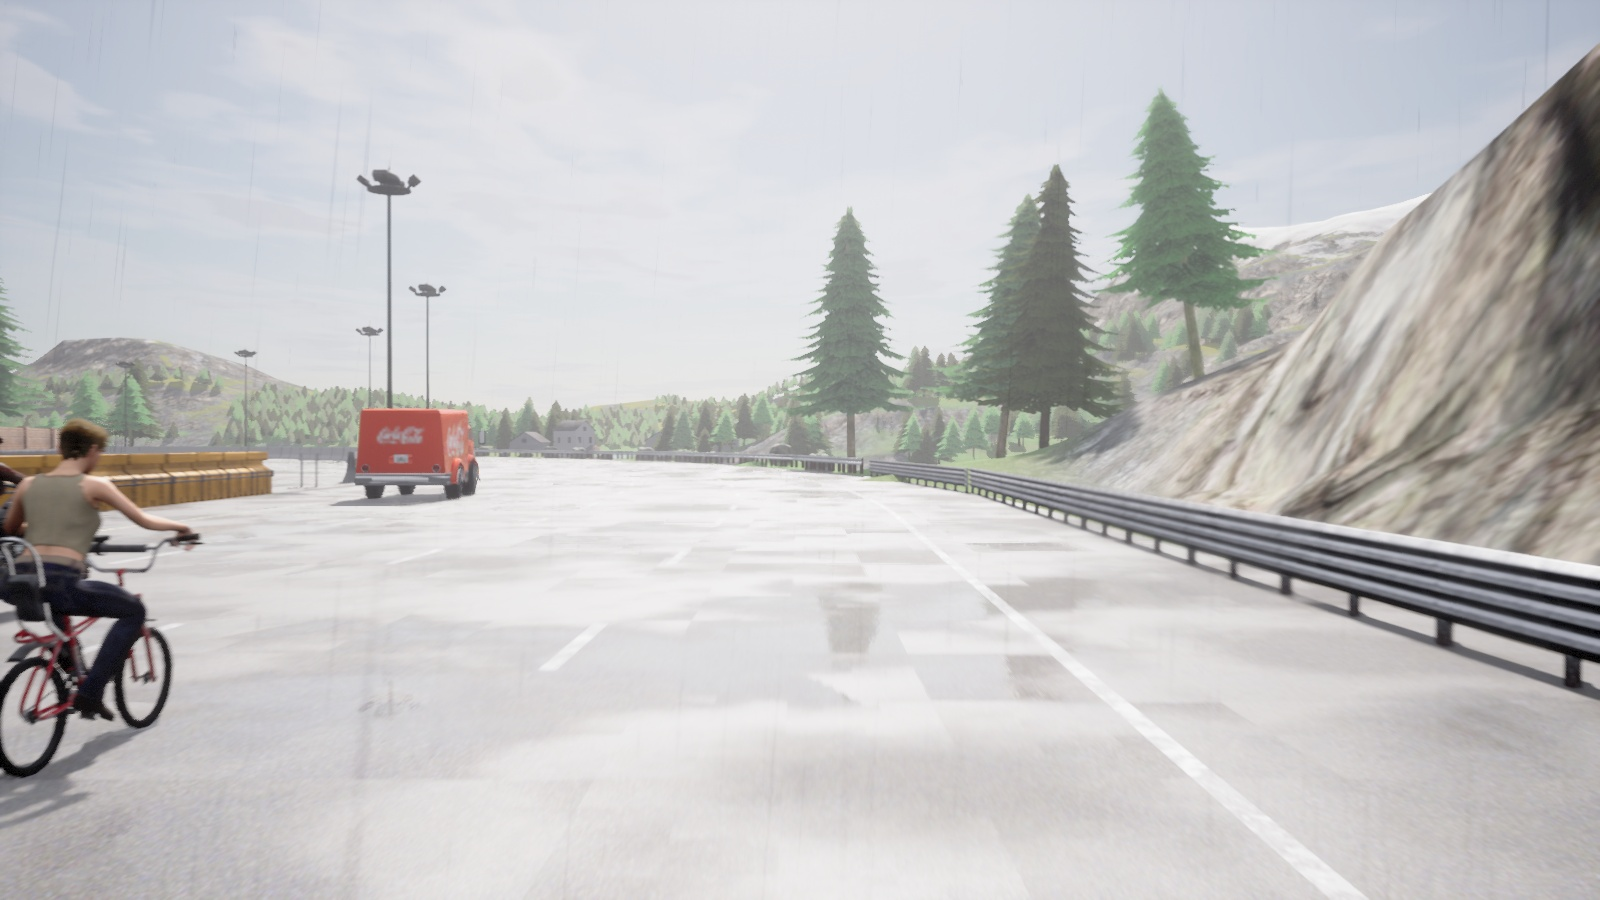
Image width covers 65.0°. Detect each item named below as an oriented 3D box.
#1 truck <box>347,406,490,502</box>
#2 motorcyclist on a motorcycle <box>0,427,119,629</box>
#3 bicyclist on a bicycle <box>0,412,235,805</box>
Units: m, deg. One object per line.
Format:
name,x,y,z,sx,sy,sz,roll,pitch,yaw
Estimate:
truck,-10.536,0.071,35.160,2.627,2.467,5.204,0,1,-3
motorcyclist on a motorcycle,-6.898,0.634,10.813,0.766,1.649,2.350,0,0,1
bicyclist on a bicycle,-3.440,0.649,5.919,0.866,1.612,1.509,0,0,0
